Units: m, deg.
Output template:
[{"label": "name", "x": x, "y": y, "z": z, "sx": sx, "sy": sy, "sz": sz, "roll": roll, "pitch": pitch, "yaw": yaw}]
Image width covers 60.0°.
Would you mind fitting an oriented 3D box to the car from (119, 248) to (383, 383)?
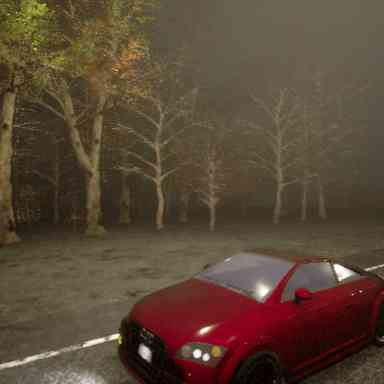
[{"label": "car", "x": 1.115, "y": 1.565, "z": 4.780, "sx": 4.181, "sy": 1.385, "sz": 1.994, "roll": 0, "pitch": 0, "yaw": -35}]
